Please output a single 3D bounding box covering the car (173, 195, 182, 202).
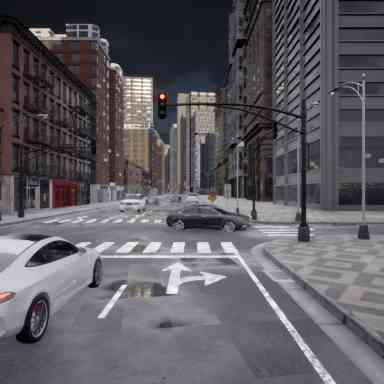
[{"bbox_3d":[-3.236,1.460,73.716,1.837,1.490,4.892,0,0,0],"label":"car"}]

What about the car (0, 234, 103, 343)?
[{"bbox_3d":[-3.152,1.526,6.317,1.812,1.442,4.674,0,0,2],"label":"car"}]

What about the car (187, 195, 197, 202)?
[{"bbox_3d":[0.005,1.384,72.843,2.033,1.411,5.357,0,0,0],"label":"car"}]

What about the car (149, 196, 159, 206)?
[{"bbox_3d":[-6.584,1.466,55.115,2.128,1.511,4.902,0,0,0],"label":"car"}]

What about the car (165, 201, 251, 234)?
[{"bbox_3d":[0.875,1.506,19.035,4.892,1.490,1.837,0,2,19],"label":"car"}]

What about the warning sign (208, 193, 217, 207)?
[{"bbox_3d":[2.851,1.098,46.330,1.300,1.860,1.060,0,0,0],"label":"warning sign"}]

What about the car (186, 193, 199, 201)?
[{"bbox_3d":[0.051,1.190,62.339,2.150,2.045,5.566,0,0,0],"label":"car"}]

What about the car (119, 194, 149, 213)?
[{"bbox_3d":[-6.597,1.212,37.421,2.150,2.045,5.566,0,0,0],"label":"car"}]

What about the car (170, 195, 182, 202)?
[{"bbox_3d":[-3.147,1.516,61.766,2.033,1.411,5.357,0,0,0],"label":"car"}]
